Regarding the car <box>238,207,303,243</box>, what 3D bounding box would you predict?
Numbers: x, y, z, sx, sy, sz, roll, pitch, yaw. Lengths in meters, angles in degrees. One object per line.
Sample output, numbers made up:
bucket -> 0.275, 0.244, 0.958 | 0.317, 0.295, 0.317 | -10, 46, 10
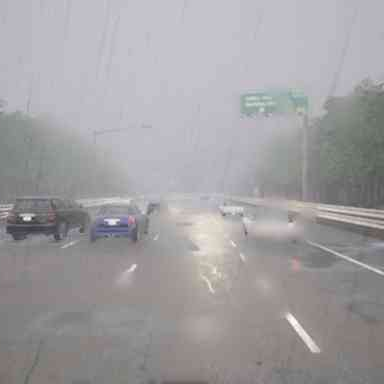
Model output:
car -> 3.618, 1.590, 15.881 | 1.895, 1.301, 4.718 | 0, 0, 0

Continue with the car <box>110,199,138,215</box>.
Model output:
car -> -6.848, 1.499, 33.932 | 1.812, 1.442, 4.674 | 0, 0, 0

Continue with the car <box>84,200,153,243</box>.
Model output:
car -> -3.383, 1.341, 16.283 | 2.097, 1.767, 4.553 | 0, 0, 0

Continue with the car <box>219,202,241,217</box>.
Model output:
car -> 3.646, 1.576, 31.399 | 1.895, 1.301, 4.718 | 0, 0, 0

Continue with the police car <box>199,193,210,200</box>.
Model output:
police car -> 3.663, 1.368, 89.308 | 1.930, 1.638, 5.238 | 0, 0, 0

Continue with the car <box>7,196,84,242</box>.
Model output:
car -> -6.881, 1.210, 16.583 | 2.150, 2.045, 5.566 | 0, 0, 0

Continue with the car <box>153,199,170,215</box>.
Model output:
car -> -3.352, 1.478, 33.138 | 1.837, 1.490, 4.892 | 0, 0, 0
